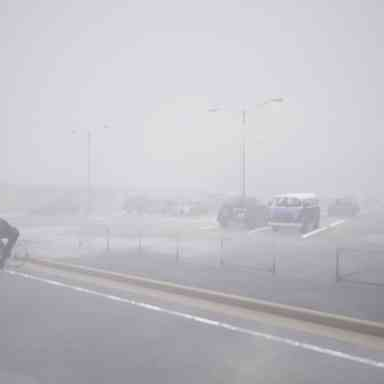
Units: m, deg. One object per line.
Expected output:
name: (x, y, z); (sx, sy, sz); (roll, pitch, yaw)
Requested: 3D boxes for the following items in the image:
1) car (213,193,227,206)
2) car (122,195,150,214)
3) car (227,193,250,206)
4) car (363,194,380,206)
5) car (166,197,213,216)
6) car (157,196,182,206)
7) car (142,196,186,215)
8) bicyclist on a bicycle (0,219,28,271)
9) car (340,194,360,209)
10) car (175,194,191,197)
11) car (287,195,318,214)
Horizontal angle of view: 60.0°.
car: (6.397, 1.409, 64.922); (1.970, 1.475, 3.806); (0, 0, 34)
car: (-4.788, 1.181, 33.159); (1.932, 1.855, 4.605); (0, 0, 34)
car: (8.793, 1.173, 63.295); (1.905, 1.878, 3.866); (0, 0, 34)
car: (27.460, 1.195, 50.701); (1.932, 1.855, 4.605); (0, 0, 34)
car: (-0.133, 1.429, 30.084); (1.970, 1.475, 3.806); (0, 0, 34)
car: (-3.344, 1.380, 50.423); (1.784, 1.438, 3.905); (0, 0, 34)
car: (-2.534, 1.394, 31.702); (1.784, 1.438, 3.905); (0, 0, 34)
bicyclist on a bicycle: (-5.364, 1.404, 9.285); (0.582, 1.620, 1.656); (0, 0, 34)
car: (25.089, 1.195, 52.363); (1.905, 1.878, 3.866); (0, 0, 34)
car: (-0.978, 1.173, 48.752); (1.932, 1.855, 4.605); (0, 0, 34)
car: (13.087, 1.433, 39.387); (1.970, 1.475, 3.806); (0, 0, 34)
